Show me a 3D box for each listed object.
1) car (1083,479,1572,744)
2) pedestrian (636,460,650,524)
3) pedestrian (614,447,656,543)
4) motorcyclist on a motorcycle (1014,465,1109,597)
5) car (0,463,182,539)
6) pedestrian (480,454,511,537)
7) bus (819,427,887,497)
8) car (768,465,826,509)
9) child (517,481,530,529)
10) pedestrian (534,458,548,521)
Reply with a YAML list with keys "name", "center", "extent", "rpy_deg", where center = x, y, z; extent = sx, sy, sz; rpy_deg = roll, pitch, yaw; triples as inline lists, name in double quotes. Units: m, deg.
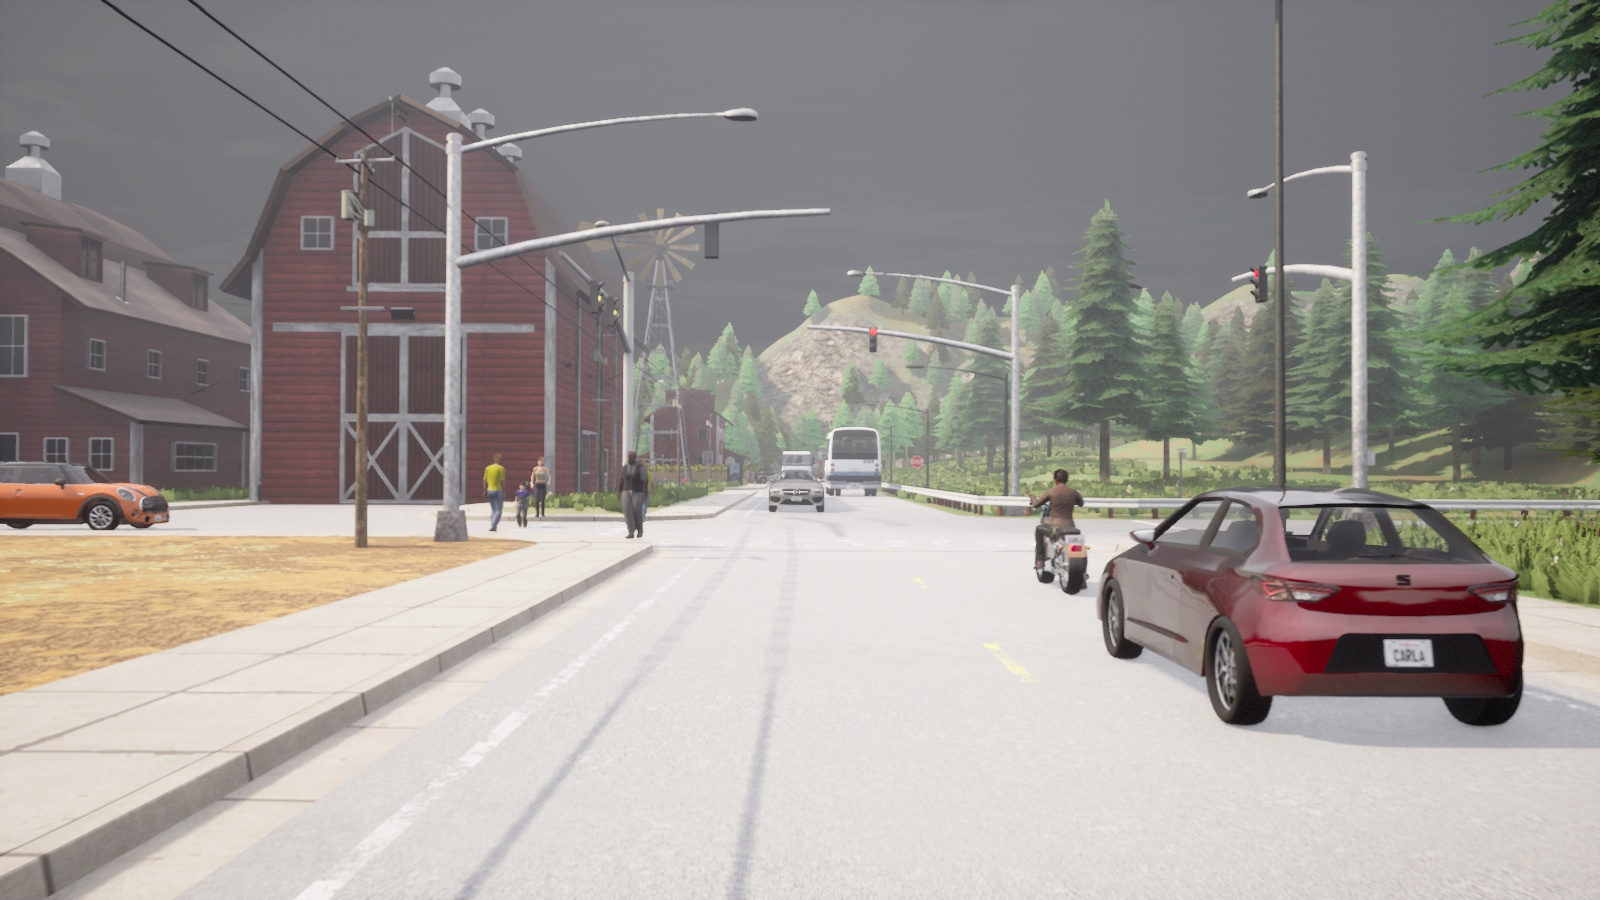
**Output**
- name: "car"
  center: [3.477, 0.970, 9.253]
  extent: [1.816, 1.474, 4.193]
  rpy_deg: [0, -1, 0]
- name: "pedestrian"
  center: [-4.557, 1.220, 36.520]
  extent: [0.354, 1.836, 0.706]
  rpy_deg: [0, -1, -4]
- name: "pedestrian"
  center: [-3.330, 0.898, 25.328]
  extent: [0.563, 1.883, 0.849]
  rpy_deg: [0, -1, 15]
- name: "motorcyclist on a motorcycle"
  center: [3.458, 1.034, 16.841]
  extent: [0.766, 1.649, 2.350]
  rpy_deg: [0, -1, 0]
- name: "car"
  center: [-17.860, 1.227, 30.624]
  extent: [4.553, 1.767, 2.097]
  rpy_deg: [0, -1, -1]
- name: "pedestrian"
  center: [-6.876, 1.024, 28.368]
  extent: [0.354, 1.836, 0.706]
  rpy_deg: [-1, -1, 20]
- name: "bus"
  center: [3.294, 0.790, 81.419]
  extent: [3.944, 4.253, 10.273]
  rpy_deg: [0, -1, 0]
- name: "car"
  center: [-0.122, 1.422, 49.414]
  extent: [2.152, 1.651, 5.027]
  rpy_deg: [0, -1, 0]
- name: "child"
  center: [-7.303, 1.455, 33.157]
  extent: [0.270, 1.263, 0.437]
  rpy_deg: [0, -1, -5]
- name: "pedestrian"
  center: [-7.627, 1.161, 36.962]
  extent: [0.345, 1.836, 0.594]
  rpy_deg: [0, -1, -8]
